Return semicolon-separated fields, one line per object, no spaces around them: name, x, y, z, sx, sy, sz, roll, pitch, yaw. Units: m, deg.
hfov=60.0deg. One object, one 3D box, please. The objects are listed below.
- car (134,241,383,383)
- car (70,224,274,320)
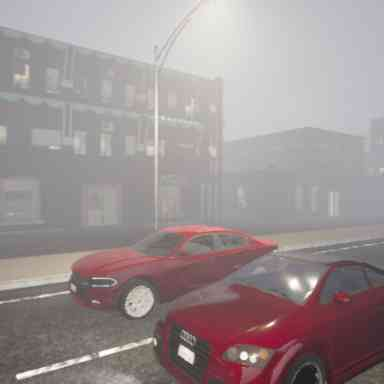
car;1.559;1.615;4.797;4.181;1.385;1.994;1;-1;-36
car;-0.140;1.532;7.575;5.008;1.535;1.882;1;-1;-35
